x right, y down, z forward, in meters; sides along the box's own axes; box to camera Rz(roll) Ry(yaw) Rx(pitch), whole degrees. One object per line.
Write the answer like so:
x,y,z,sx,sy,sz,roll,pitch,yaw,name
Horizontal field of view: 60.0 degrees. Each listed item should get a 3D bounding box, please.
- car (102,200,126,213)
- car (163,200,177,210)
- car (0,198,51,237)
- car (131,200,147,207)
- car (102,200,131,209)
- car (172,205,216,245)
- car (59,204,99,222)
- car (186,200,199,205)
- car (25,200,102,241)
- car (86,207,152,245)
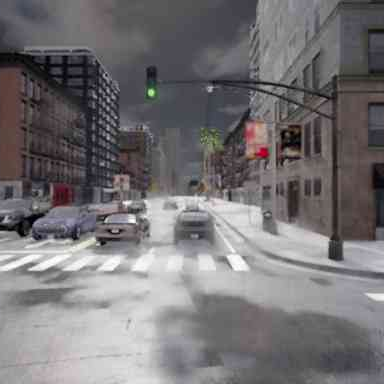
-9.796,1.794,42.262,1.837,1.490,4.892,0,0,0,car
-3.211,1.855,49.115,1.812,1.442,4.674,0,0,0,car
-9.829,1.366,19.358,2.150,2.045,5.566,0,0,-1,car
-6.537,1.780,39.981,1.837,1.490,4.892,0,0,0,car
-6.568,1.671,26.807,1.882,1.535,5.008,0,0,0,car
0.112,1.624,16.300,1.837,1.490,4.892,0,0,0,car
-9.806,1.812,29.313,1.895,1.301,4.718,0,0,0,car
0.038,1.853,49.113,1.812,1.442,4.674,0,0,0,car
-6.549,1.483,17.581,2.097,1.767,4.553,0,0,-1,car
-3.140,1.667,16.100,2.033,1.411,5.357,0,0,0,car
